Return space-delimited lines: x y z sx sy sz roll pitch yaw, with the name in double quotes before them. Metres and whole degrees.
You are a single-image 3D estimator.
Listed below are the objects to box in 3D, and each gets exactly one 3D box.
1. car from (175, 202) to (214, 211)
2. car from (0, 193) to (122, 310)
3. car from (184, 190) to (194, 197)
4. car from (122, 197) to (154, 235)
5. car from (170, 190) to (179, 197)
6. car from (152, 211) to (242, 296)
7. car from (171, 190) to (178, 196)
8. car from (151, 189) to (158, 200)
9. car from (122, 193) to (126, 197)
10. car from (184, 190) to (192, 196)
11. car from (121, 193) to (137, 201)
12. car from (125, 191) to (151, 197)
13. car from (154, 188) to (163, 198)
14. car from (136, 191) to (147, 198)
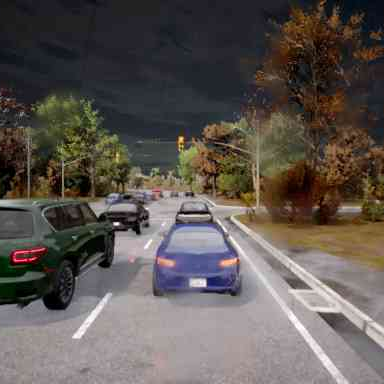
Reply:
"car" 0.111 1.260 17.526 2.128 1.511 4.902 0 1 0
"car" -3.392 1.134 7.757 2.150 2.045 5.566 0 1 0
"car" -0.509 0.385 75.932 1.882 1.535 5.008 0 1 -2
"car" -3.390 1.248 17.417 1.882 1.535 5.008 0 1 0
"car" -4.008 0.426 75.836 2.128 1.511 4.902 0 1 -2
"car" 0.106 1.431 8.273 1.812 1.442 4.674 0 1 0
"car" -4.488 0.192 85.879 1.812 1.442 4.674 0 1 -3
"car" -7.147 0.736 55.415 1.812 1.442 4.674 0 1 0
"car" -10.587 0.880 45.623 1.812 1.442 4.674 0 1 0
"car" -0.993 0.189 86.076 1.812 1.442 4.674 0 1 -3
"car" -10.655 0.791 56.695 1.895 1.301 4.718 0 1 0
"car" -7.055 0.921 44.337 2.033 1.411 5.357 0 1 -1
"car" -7.323 0.215 70.290 2.150 2.045 5.566 0 1 -1
"car" -10.862 0.495 71.593 1.812 1.442 4.674 0 1 -2
